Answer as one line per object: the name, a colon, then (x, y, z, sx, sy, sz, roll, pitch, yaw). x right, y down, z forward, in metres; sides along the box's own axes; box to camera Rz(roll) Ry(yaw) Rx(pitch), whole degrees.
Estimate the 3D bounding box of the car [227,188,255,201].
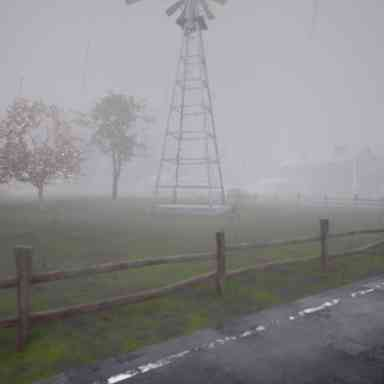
car: (8.409, 0.415, 56.904, 2.150, 2.045, 5.566, 1, 0, -35)
